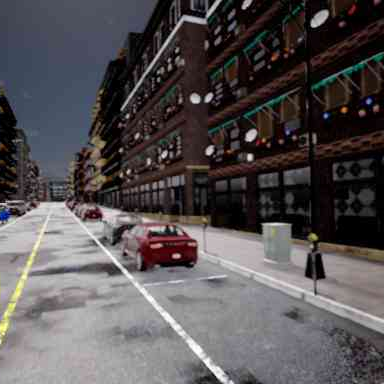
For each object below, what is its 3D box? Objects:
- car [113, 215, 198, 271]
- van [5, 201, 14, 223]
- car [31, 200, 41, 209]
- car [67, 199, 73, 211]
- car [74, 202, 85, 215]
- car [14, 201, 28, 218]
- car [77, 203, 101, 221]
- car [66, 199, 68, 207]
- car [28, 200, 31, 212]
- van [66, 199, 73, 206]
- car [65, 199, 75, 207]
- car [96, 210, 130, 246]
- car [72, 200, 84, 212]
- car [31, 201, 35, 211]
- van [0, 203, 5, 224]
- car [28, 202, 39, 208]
[{"bbox_3d":[-1.267,1.688,11.363,1.887,1.381,4.507,1,-1,-22],"label":"car"},{"bbox_3d":[-16.926,1.860,28.942,1.690,1.788,3.998,1,-1,-22],"label":"van"},{"bbox_3d":[-33.603,2.579,69.915,2.192,1.841,5.009,1,-1,-22],"label":"car"},{"bbox_3d":[-17.975,2.150,52.333,2.192,1.841,5.009,1,-1,-22],"label":"car"},{"bbox_3d":[-11.691,2.108,36.974,1.887,1.381,4.507,1,-1,-22],"label":"car"},{"bbox_3d":[-21.095,2.011,39.186,2.192,1.841,5.009,1,-1,-22],"label":"car"},{"bbox_3d":[-9.606,2.020,31.852,1.887,1.381,4.507,1,-1,-22],"label":"car"},{"bbox_3d":[-22.147,2.464,62.575,1.967,1.590,4.097,1,-1,-22],"label":"car"},{"bbox_3d":[-23.179,2.102,44.307,2.192,1.841,5.009,1,-1,-22],"label":"car"},{"bbox_3d":[-32.571,2.872,88.190,1.690,1.788,3.998,1,-1,-22],"label":"van"},{"bbox_3d":[-30.486,2.740,83.068,2.192,1.841,5.009,1,-1,-22],"label":"car"},{"bbox_3d":[-3.352,1.774,16.486,2.008,1.369,4.403,1,-1,-22],"label":"car"},{"bbox_3d":[-13.768,2.093,42.102,1.967,1.590,4.097,1,-1,-22],"label":"car"},{"bbox_3d":[-27.352,2.537,54.547,1.947,1.339,4.313,1,-1,-22],"label":"car"},{"bbox_3d":[-14.840,1.773,23.819,1.690,1.788,3.998,1,-1,-22],"label":"van"},{"bbox_3d":[-35.691,2.910,75.032,1.887,1.381,4.507,1,-1,-22],"label":"car"}]
